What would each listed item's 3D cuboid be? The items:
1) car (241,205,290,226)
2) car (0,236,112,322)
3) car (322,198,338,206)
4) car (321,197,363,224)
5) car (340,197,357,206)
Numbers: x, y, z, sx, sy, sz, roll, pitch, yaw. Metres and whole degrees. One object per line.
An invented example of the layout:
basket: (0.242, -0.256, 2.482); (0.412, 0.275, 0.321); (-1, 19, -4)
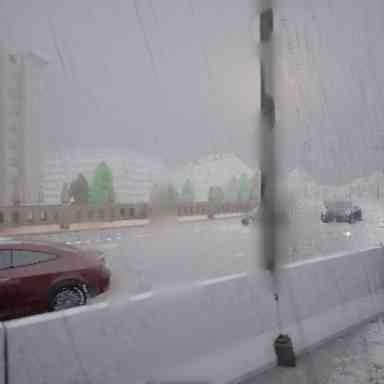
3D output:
car: (5.305, 1.610, 23.329); (1.812, 1.442, 4.674); (0, 0, 41)
car: (-3.730, 1.557, 5.770); (4.674, 1.442, 1.812); (0, 0, -37)
car: (24.704, 1.782, 59.570); (2.033, 1.411, 5.357); (-1, 0, 17)
car: (11.447, 1.422, 25.274); (2.097, 1.767, 4.553); (-1, 0, 38)
car: (29.135, 1.737, 62.214); (2.128, 1.511, 4.902); (-1, 0, 16)
